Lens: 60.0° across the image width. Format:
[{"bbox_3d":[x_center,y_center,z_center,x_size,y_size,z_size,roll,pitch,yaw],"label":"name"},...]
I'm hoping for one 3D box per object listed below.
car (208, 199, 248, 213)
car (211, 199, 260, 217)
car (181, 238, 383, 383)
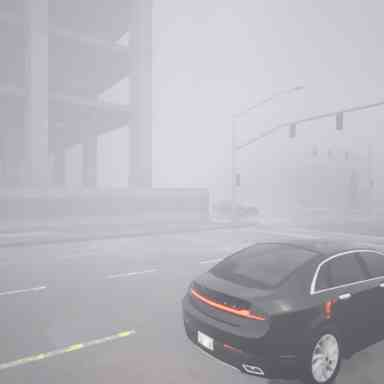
[{"bbox_3d":[4.037,1.526,37.874,1.812,1.442,4.674,0,0,-36],"label":"car"},{"bbox_3d":[4.172,1.601,31.720,1.895,1.301,4.718,0,0,-36],"label":"car"},{"bbox_3d":[2.143,1.505,5.317,4.892,1.490,1.837,0,0,-35],"label":"car"}]
